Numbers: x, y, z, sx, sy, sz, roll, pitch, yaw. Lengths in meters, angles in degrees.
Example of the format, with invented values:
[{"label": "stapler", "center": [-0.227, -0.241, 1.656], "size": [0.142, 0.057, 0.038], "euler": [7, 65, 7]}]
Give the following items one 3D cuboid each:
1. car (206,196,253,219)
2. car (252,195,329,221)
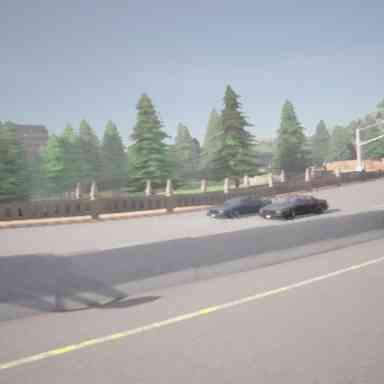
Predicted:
[{"label": "car", "center": [3.562, 1.022, 23.724], "size": [5.357, 1.411, 2.033], "euler": [-4, 3, -35]}, {"label": "car", "center": [6.762, 0.925, 21.712], "size": [5.357, 1.411, 2.033], "euler": [-5, 3, -35]}]
